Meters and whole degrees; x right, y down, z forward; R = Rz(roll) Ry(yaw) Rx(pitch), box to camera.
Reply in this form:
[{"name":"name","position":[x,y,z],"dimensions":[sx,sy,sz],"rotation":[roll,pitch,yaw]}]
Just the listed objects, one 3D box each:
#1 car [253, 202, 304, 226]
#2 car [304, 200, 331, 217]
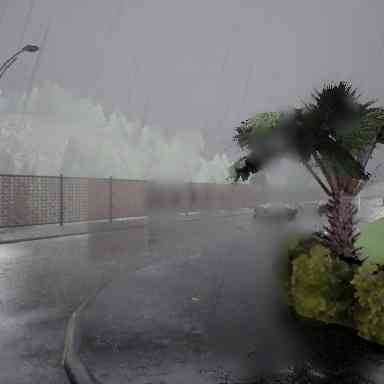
[{"name":"car","position":[6.142,1.477,23.835],"dimensions":[1.882,1.535,5.008],"rotation":[0,0,36]},{"name":"car","position":[11.938,1.491,31.903],"dimensions":[2.128,1.511,4.902],"rotation":[0,0,35]}]
